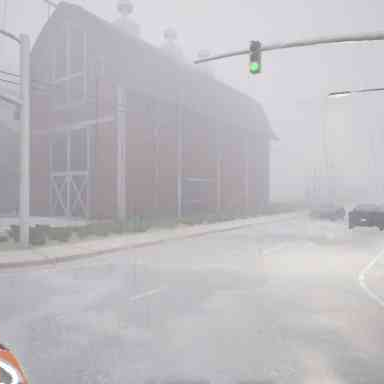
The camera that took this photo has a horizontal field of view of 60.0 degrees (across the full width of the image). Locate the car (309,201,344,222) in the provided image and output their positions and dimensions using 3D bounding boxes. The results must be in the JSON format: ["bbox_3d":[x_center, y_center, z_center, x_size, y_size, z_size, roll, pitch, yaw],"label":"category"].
[{"bbox_3d":[10.823,1.504,26.553,1.837,1.490,4.892,0,0,36],"label":"car"}]

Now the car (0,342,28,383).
[{"bbox_3d":[-3.176,1.321,1.410,2.097,1.767,4.553,0,0,36],"label":"car"}]

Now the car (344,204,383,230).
[{"bbox_3d":[11.442,1.504,21.318,1.882,1.535,5.008,0,0,36],"label":"car"}]
